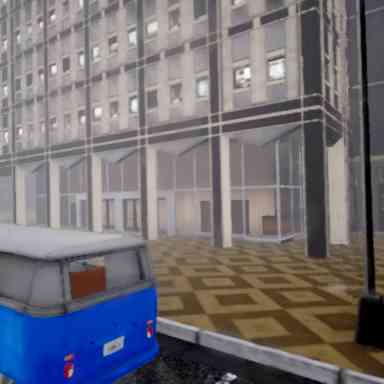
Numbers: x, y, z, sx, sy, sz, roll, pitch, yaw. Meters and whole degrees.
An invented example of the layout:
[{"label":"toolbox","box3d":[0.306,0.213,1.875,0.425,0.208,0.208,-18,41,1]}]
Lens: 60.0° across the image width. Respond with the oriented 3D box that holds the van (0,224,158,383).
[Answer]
[{"label":"van","box3d":[-2.321,1.391,4.551,3.998,1.788,1.690,-1,-1,36]}]
